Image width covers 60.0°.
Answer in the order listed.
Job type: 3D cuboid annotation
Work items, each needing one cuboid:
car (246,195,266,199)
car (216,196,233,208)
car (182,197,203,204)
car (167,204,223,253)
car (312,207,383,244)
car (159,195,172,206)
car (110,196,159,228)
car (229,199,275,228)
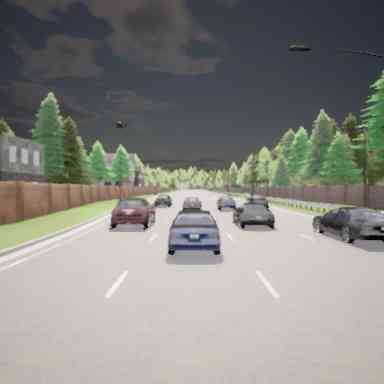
[{"bbox_3d":[7.070,1.048,36.624,2.128,1.511,4.902,0,1,0],"label":"car"},{"bbox_3d":[3.559,1.123,34.918,2.033,1.411,5.357,0,1,0],"label":"car"},{"bbox_3d":[0.022,1.174,30.677,2.033,1.411,5.357,0,1,0],"label":"car"},{"bbox_3d":[0.096,1.390,12.783,2.033,1.411,5.357,0,1,1],"label":"car"},{"bbox_3d":[7.101,1.367,14.745,2.033,1.411,5.357,0,1,0],"label":"car"},{"bbox_3d":[-3.416,1.032,40.554,1.812,1.442,4.674,0,1,0],"label":"car"},{"bbox_3d":[-3.400,1.108,19.967,2.097,1.767,4.553,0,1,0],"label":"car"},{"bbox_3d":[3.601,1.319,19.961,1.994,1.385,4.181,0,1,0],"label":"car"}]
